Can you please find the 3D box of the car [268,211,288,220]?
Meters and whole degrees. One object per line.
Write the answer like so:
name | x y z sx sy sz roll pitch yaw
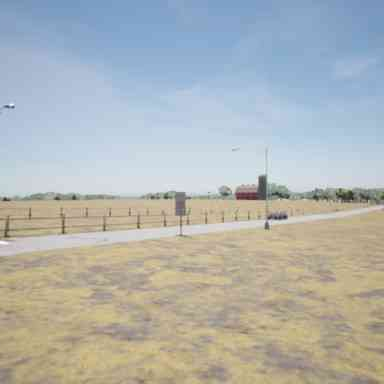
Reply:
car | 13.073 3.570 50.651 1.994 1.385 4.181 -1 -3 35
